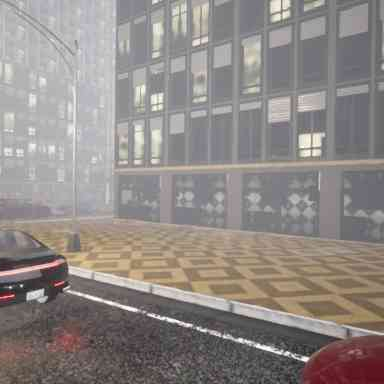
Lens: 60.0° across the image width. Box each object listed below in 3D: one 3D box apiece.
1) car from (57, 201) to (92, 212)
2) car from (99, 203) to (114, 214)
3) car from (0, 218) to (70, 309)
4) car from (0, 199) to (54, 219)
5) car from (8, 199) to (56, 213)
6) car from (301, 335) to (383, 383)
[{"bbox_3d":[-14.631,1.756,41.488,1.994,1.385,4.181,1,0,36],"label":"car"},{"bbox_3d":[-8.773,1.828,39.690,1.752,1.417,4.829,1,0,36],"label":"car"},{"bbox_3d":[-4.575,1.488,6.920,4.902,1.511,2.128,0,0,35],"label":"car"},{"bbox_3d":[-15.555,1.518,30.467,2.192,1.841,5.009,1,0,36],"label":"car"},{"bbox_3d":[-19.069,1.641,39.836,1.752,1.417,4.829,1,0,36],"label":"car"},{"bbox_3d":[2.912,1.526,1.619,4.674,1.442,1.812,0,0,35],"label":"car"}]
